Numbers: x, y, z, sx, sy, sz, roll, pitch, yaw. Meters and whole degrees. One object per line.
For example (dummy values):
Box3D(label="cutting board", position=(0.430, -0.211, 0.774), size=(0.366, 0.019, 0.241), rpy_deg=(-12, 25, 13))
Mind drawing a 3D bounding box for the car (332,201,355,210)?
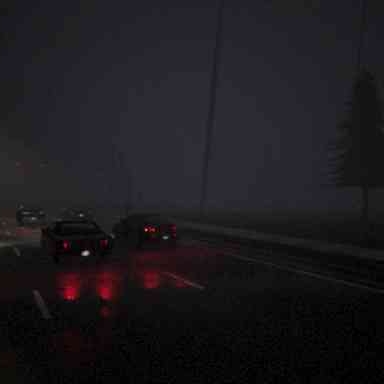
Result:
Box3D(label="car", position=(26.198, 2.290, 57.484), size=(4.674, 1.442, 1.812), rpy_deg=(1, -1, -30))

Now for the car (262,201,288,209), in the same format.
Box3D(label="car", position=(14.550, 2.327, 58.778), size=(4.718, 1.301, 1.895), rpy_deg=(1, -1, -30))

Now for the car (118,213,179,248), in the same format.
Box3D(label="car", position=(-2.266, 1.694, 15.701), size=(1.812, 1.442, 4.674), rpy_deg=(1, -1, -31))

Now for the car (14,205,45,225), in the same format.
Box3D(label="car", position=(-12.739, 1.729, 26.109), size=(2.128, 1.511, 4.902), rpy_deg=(1, -1, -32))

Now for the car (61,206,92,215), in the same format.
Box3D(label="car", position=(-9.839, 1.839, 28.200), size=(1.994, 1.385, 4.181), rpy_deg=(1, -1, -31))

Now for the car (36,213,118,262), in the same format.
Box3D(label="car", position=(-4.607, 1.726, 12.784), size=(1.895, 1.301, 4.718), rpy_deg=(1, -1, -31))
